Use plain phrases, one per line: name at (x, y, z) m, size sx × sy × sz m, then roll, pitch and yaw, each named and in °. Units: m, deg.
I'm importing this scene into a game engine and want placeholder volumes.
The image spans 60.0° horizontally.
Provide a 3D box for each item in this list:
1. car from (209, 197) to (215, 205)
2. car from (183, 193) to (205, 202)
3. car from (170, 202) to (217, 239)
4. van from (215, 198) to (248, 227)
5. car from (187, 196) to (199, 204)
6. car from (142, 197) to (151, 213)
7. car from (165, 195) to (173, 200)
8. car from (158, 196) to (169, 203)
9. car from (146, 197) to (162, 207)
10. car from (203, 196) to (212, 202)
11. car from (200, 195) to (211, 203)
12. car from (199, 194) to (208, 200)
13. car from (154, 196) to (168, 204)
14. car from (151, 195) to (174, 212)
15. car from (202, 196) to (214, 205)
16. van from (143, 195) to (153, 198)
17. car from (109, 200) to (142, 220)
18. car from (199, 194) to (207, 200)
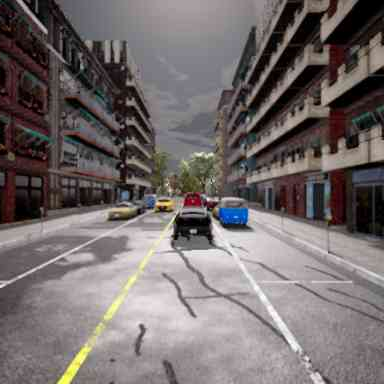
car at (2.707, 1.456, 28.007) m, size 1.752 × 1.417 × 4.829 m, roll 1°, pitch 0°, yaw 0°
car at (0.103, 1.122, 40.026) m, size 2.150 × 2.045 × 5.566 m, roll 0°, pitch 0°, yaw 0°
car at (0.036, 1.463, 16.935) m, size 1.837 × 1.490 × 4.892 m, roll 0°, pitch 0°, yaw 0°
van at (2.705, 1.286, 22.265) m, size 1.690 × 1.788 × 3.998 m, roll 1°, pitch 0°, yaw 0°
car at (0.102, 1.402, 59.562) m, size 2.033 × 1.411 × 5.357 m, roll 0°, pitch 0°, yaw 0°
car at (-5.681, 1.483, 33.448) m, size 1.947 × 1.339 × 4.313 m, roll 1°, pitch 0°, yaw 0°
car at (-5.769, 1.377, 83.991) m, size 1.802 × 1.307 × 4.206 m, roll 1°, pitch 0°, yaw 0°
car at (-5.681, 1.418, 66.874) m, size 1.802 × 1.307 × 4.206 m, roll 1°, pitch 0°, yaw 0°
car at (-5.680, 1.428, 50.160) m, size 2.008 × 1.369 × 4.403 m, roll 1°, pitch 0°, yaw 0°
car at (2.679, 1.449, 38.979) m, size 1.887 × 1.381 × 4.507 m, roll 1°, pitch 0°, yaw 0°
car at (2.667, 1.388, 66.834) m, size 2.008 × 1.369 × 4.403 m, roll 1°, pitch 0°, yaw 0°
car at (2.838, 1.348, 83.548) m, size 2.008 × 1.369 × 4.403 m, roll 1°, pitch 0°, yaw 0°
car at (-5.680, 1.401, 61.304) m, size 2.008 × 1.369 × 4.403 m, roll 1°, pitch 0°, yaw 0°
car at (-3.042, 1.386, 37.049) m, size 1.882 × 1.535 × 5.008 m, roll 0°, pitch 0°, yaw 0°
car at (2.667, 1.446, 55.693) m, size 1.802 × 1.307 × 4.206 m, roll 1°, pitch 0°, yaw 0°
van at (-5.678, 1.231, 44.590) m, size 1.690 × 1.788 × 3.998 m, roll 1°, pitch 0°, yaw 0°
car at (-5.680, 1.457, 27.706) m, size 1.752 × 1.417 × 4.829 m, roll 1°, pitch 0°, yaw 0°
car at (2.838, 1.334, 89.119) m, size 2.008 × 1.369 × 4.403 m, roll 1°, pitch 0°, yaw 0°
